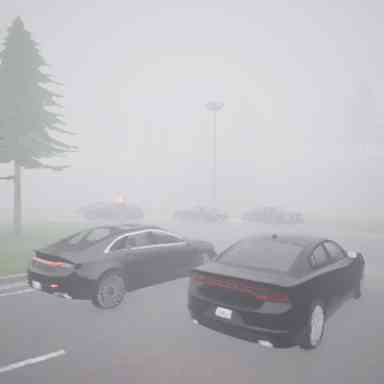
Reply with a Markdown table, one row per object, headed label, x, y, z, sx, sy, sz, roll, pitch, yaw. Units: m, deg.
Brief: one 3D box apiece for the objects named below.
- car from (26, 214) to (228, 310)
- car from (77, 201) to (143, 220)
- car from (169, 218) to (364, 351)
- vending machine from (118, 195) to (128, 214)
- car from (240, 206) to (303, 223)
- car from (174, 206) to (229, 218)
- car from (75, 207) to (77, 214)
| label | x | y | z | sx | sy | sz | roll | pitch | yaw |
| --- | --- | --- | --- | --- | --- | --- | --- | --- | --- |
| car | -1.321 | 1.532 | 8.042 | 2.128 | 1.511 | 4.902 | 0 | 0 | 41 |
| car | -6.177 | 1.611 | 26.223 | 4.902 | 1.511 | 2.128 | 0 | -1 | 24 |
| car | 1.963 | 1.527 | 6.523 | 1.882 | 1.535 | 5.008 | 1 | 0 | 38 |
| vending machine | -7.853 | 1.375 | 37.833 | 0.880 | 2.100 | 1.100 | 0 | 0 | 5 |
| car | 5.817 | 1.726 | 24.706 | 2.033 | 1.411 | 5.357 | 1 | 0 | -28 |
| car | 0.562 | 1.757 | 25.978 | 1.895 | 1.301 | 4.718 | 1 | -1 | -40 |
| car | -9.321 | 1.651 | 33.627 | 4.892 | 1.490 | 1.837 | 0 | -1 | 4 |
